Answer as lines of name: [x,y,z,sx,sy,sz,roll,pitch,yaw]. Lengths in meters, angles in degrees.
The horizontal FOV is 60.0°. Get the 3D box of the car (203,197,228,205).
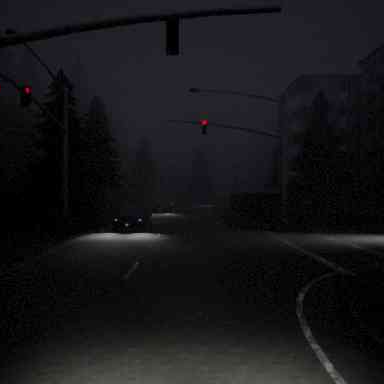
car: [4.085,1.546,57.160,2.033,1.411,5.357,0,0,40]

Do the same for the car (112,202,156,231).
car: [-3.548,1.525,20.499,1.812,1.442,4.674,0,0,0]

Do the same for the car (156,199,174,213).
car: [-3.189,1.525,36.861,1.812,1.442,4.674,0,0,4]
